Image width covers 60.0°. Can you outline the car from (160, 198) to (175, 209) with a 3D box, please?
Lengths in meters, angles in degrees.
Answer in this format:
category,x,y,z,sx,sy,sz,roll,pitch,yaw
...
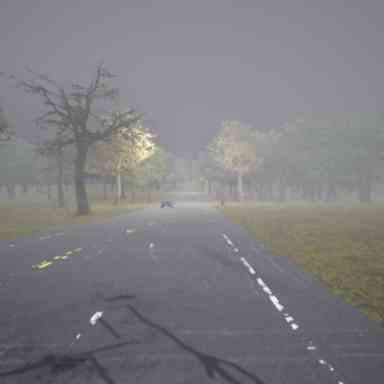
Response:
category,x,y,z,sx,sy,sz,roll,pitch,yaw
car,-3.502,1.606,48.260,2.033,1.411,5.357,0,0,0
